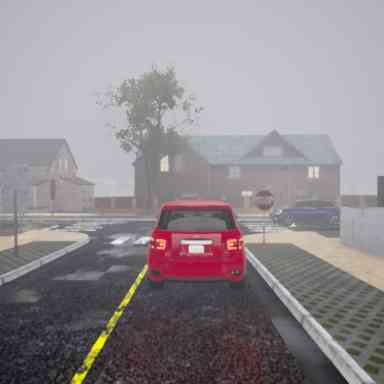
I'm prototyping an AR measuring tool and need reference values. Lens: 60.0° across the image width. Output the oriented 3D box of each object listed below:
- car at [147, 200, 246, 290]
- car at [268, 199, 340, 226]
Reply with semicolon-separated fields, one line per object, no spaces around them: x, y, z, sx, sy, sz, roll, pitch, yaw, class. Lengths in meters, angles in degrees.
0.138;1.214;9.210;2.150;2.045;5.566;0;0;1;car
7.535;1.300;22.515;4.553;1.767;2.097;0;1;-1;car
